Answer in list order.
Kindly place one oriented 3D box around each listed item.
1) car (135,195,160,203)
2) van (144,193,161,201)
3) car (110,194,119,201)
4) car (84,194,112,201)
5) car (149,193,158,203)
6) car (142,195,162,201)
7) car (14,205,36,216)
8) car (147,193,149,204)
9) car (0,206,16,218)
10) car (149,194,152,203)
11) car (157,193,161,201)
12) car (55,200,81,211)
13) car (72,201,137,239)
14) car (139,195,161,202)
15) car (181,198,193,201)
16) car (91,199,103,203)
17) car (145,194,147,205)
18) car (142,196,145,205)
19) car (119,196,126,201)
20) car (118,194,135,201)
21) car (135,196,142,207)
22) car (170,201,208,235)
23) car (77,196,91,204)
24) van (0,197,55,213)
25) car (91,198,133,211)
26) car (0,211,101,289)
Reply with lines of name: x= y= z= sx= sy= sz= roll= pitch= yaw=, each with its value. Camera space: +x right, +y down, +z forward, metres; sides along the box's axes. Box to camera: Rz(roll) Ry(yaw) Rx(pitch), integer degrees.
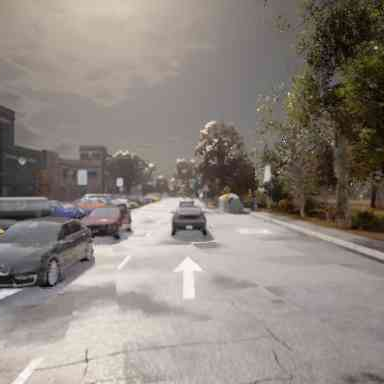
car: x=-10.412 y=1.616 z=77.660 sx=5.366 sy=1.575 sz=1.946 roll=-1 pitch=0 yaw=-21
van: x=-11.033 y=1.376 z=92.550 sx=4.442 sy=1.987 sz=1.878 roll=-1 pitch=1 yaw=-21
car: x=-9.866 y=1.372 z=32.578 sx=4.553 sy=1.767 sz=2.185 roll=-1 pitch=0 yaw=-21
car: x=-9.824 y=1.370 z=29.577 sx=4.553 sy=1.767 sz=2.185 roll=-1 pitch=0 yaw=-21
car: x=-10.482 y=1.599 z=71.592 sx=4.892 sy=1.521 sz=2.231 roll=-1 pitch=0 yaw=-21
car: x=-10.852 y=1.627 z=89.608 sx=5.008 sy=1.535 sz=2.097 roll=-1 pitch=0 yaw=-21
car: x=-9.628 y=1.533 z=14.556 sx=4.674 sy=1.452 sz=2.002 roll=-1 pitch=0 yaw=-21
car: x=-10.263 y=1.419 z=56.582 sx=4.553 sy=1.767 sz=2.185 roll=-1 pitch=0 yaw=-21
car: x=-9.398 y=1.488 z=11.618 sx=5.366 sy=1.575 sz=1.946 roll=-1 pitch=0 yaw=-21
car: x=-10.248 y=1.582 z=59.602 sx=4.792 sy=1.488 sz=2.163 roll=-1 pitch=0 yaw=-21
car: x=-10.355 y=1.604 z=74.659 sx=5.366 sy=1.575 sz=1.946 roll=-1 pitch=0 yaw=-21
car: x=-9.713 y=1.494 z=20.558 sx=5.008 sy=1.535 sz=2.097 roll=-1 pitch=0 yaw=-21
car: x=-4.391 y=1.482 z=17.554 sx=1.882 sy=1.535 sz=5.008 roll=0 pitch=0 yaw=-1
car: x=-10.941 y=1.647 z=86.537 sx=5.366 sy=1.575 sz=1.946 roll=-1 pitch=0 yaw=-21
car: x=-0.597 y=1.505 z=40.164 sx=2.128 sy=1.511 sz=4.902 roll=0 pitch=0 yaw=-1
car: x=-9.812 y=1.535 z=26.569 sx=4.674 sy=1.452 sz=2.002 roll=-1 pitch=0 yaw=-21
car: x=-10.220 y=1.410 z=53.581 sx=4.553 sy=1.767 sz=2.185 roll=-1 pitch=0 yaw=-21
car: x=-10.093 y=1.269 z=47.608 sx=5.566 sy=2.045 sz=2.435 roll=-1 pitch=0 yaw=-21
car: x=-9.913 y=1.530 z=35.592 sx=4.792 sy=1.488 sz=2.163 roll=-1 pitch=0 yaw=-21
car: x=-9.958 y=1.252 z=38.592 sx=5.566 sy=2.045 sz=2.435 roll=-1 pitch=0 yaw=-21
car: x=-9.889 y=1.508 z=44.652 sx=5.366 sy=1.575 sz=1.946 roll=-1 pitch=0 yaw=-21
car: x=-0.178 y=1.505 z=18.970 sx=1.837 sy=1.490 sz=4.892 roll=0 pitch=0 yaw=-1
car: x=-9.801 y=1.369 z=23.560 sx=4.553 sy=1.767 sz=2.185 roll=-1 pitch=0 yaw=-21
van: x=-9.784 y=1.269 z=17.511 sx=4.442 sy=1.987 sz=1.878 roll=-1 pitch=0 yaw=-21
car: x=-9.992 y=1.538 z=41.593 sx=4.792 sy=1.488 sz=2.163 roll=-1 pitch=0 yaw=-21
car: x=-4.174 y=1.515 z=9.274 sx=1.837 sy=1.490 sz=4.892 roll=0 pitch=0 yaw=-1
